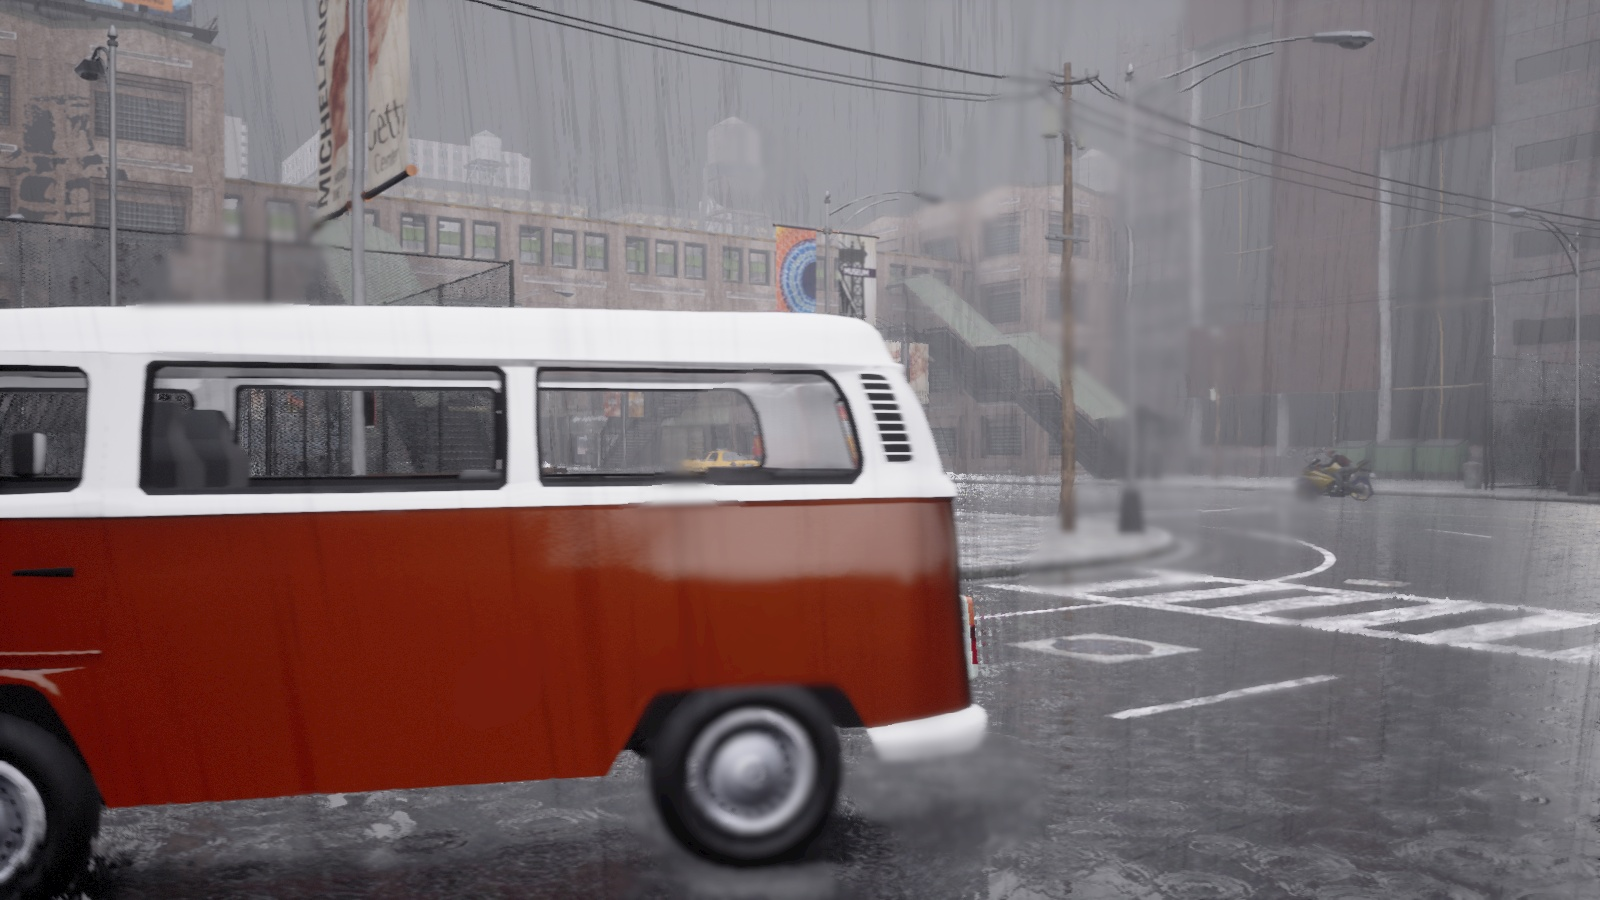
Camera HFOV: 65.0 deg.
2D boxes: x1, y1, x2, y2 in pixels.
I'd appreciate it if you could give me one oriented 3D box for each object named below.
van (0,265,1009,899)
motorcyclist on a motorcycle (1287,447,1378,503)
[{"bbox_3d":[-1.697,0.478,4.865,4.480,2.038,2.069,0,0,-15],"label":"van"},{"bbox_3d":[15.060,0.686,35.534,2.191,1.530,0.866,0,1,45],"label":"motorcyclist on a motorcycle"}]
